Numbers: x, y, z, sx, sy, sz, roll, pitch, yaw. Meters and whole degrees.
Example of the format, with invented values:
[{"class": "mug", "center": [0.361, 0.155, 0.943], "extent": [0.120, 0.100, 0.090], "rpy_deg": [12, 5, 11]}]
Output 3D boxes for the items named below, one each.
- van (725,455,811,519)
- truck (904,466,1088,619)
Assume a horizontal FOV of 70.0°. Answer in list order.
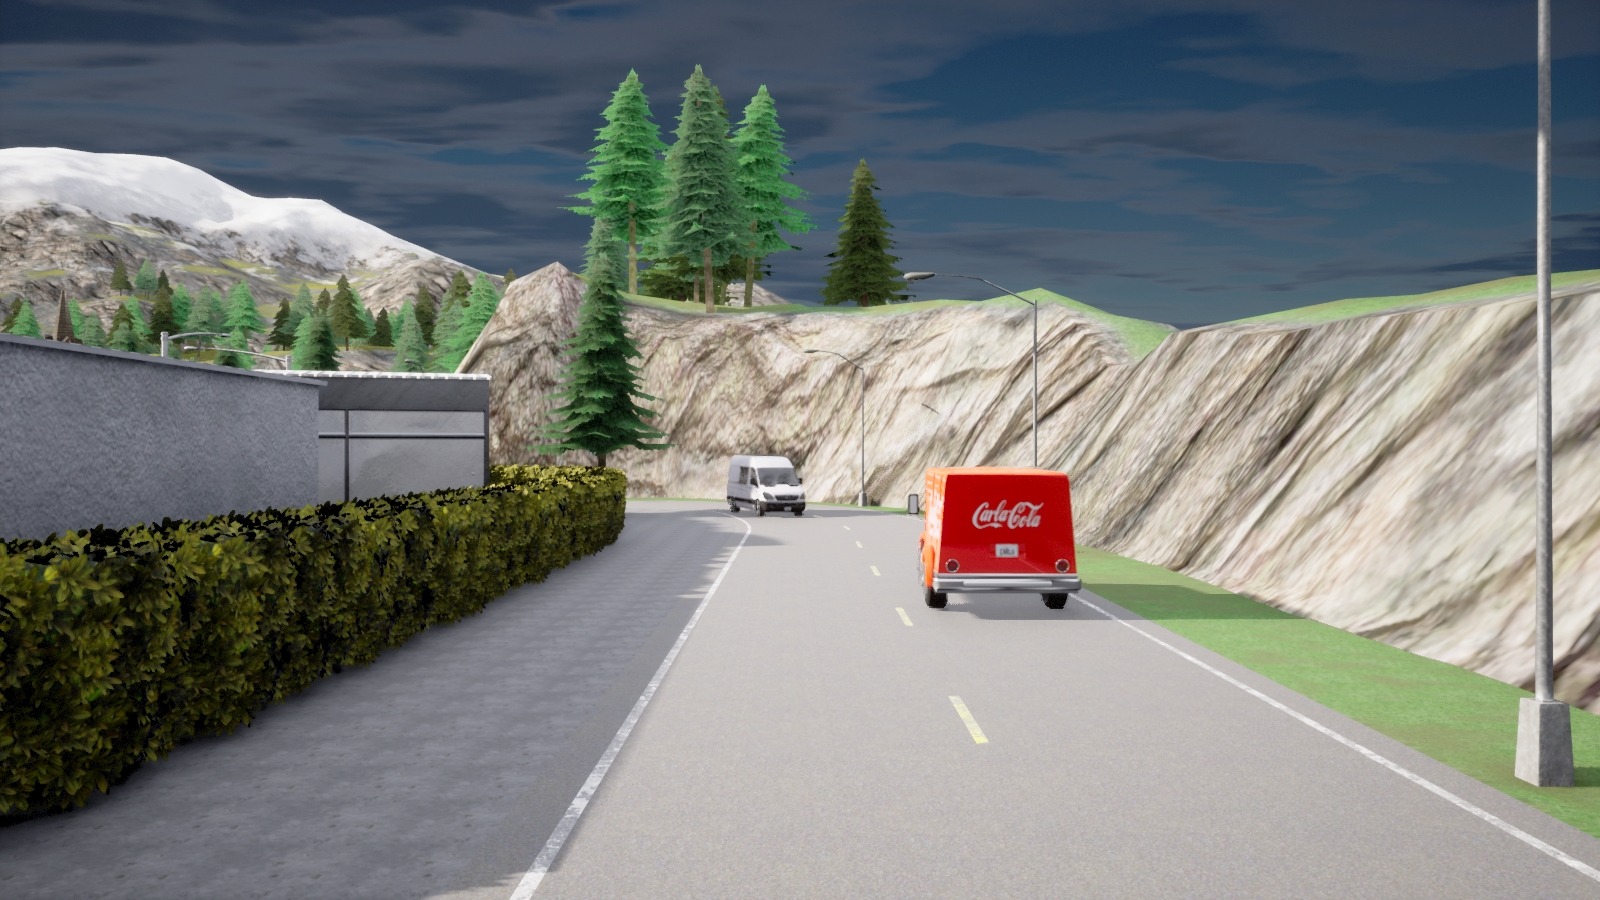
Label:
[{"class": "van", "center": [-1.483, 1.532, 49.512], "extent": [1.988, 2.561, 5.915], "rpy_deg": [0, 0, -20]}, {"class": "truck", "center": [3.481, 1.565, 21.544], "extent": [2.627, 2.467, 5.204], "rpy_deg": [0, 0, 1]}]
